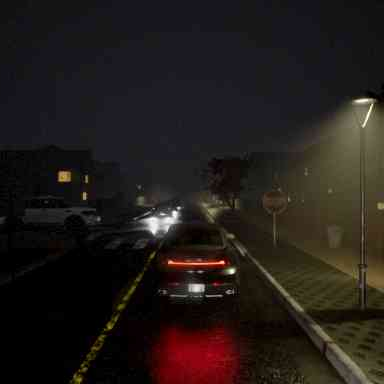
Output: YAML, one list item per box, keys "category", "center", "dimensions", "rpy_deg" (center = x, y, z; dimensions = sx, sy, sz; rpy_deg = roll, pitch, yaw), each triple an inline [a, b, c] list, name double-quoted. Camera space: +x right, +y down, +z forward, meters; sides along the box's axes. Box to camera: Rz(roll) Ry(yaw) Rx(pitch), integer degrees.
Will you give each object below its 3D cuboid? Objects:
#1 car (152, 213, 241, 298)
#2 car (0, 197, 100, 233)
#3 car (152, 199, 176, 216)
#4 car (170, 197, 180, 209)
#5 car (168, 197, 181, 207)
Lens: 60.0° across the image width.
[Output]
- category: "car"
  center: [0.083, 1.517, 8.524]
  dimensions: [1.837, 1.490, 4.892]
  rpy_deg: [0, 0, 0]
- category: "car"
  center: [-8.281, 1.302, 19.427]
  dimensions: [5.566, 2.045, 2.150]
  rpy_deg: [-1, -2, -2]
- category: "car"
  center: [-2.913, 1.682, 33.795]
  dimensions: [1.895, 1.301, 4.718]
  rpy_deg: [0, 0, 0]
- category: "car"
  center: [-2.927, 1.722, 43.925]
  dimensions: [1.895, 1.301, 4.718]
  rpy_deg: [0, 0, 0]
- category: "car"
  center: [-2.943, 1.660, 55.672]
  dimensions: [1.882, 1.535, 5.008]
  rpy_deg: [0, 0, 0]
